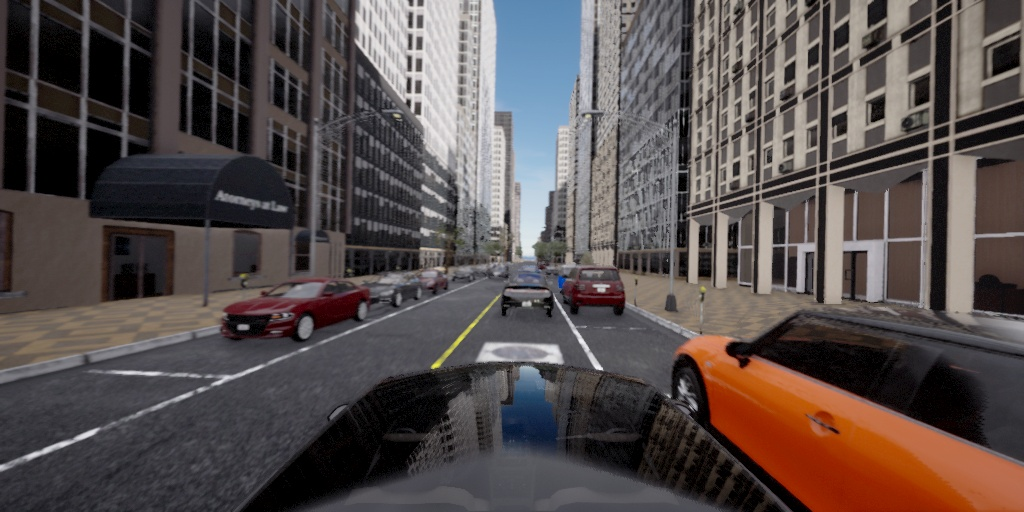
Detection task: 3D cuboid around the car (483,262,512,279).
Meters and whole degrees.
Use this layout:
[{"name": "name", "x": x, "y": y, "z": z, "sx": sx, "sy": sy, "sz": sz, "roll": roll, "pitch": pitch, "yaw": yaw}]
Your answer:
[{"name": "car", "x": -1.341, "y": 1.616, "z": 37.191, "sx": 2.128, "sy": 1.511, "sz": 4.902, "roll": 1, "pitch": -1, "yaw": 3}]

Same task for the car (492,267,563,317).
[{"name": "car", "x": 0.614, "y": 1.399, "z": 14.185, "sx": 2.128, "sy": 1.511, "sz": 4.902, "roll": 1, "pitch": -1, "yaw": 3}]

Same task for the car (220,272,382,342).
[{"name": "car", "x": -5.437, "y": 1.254, "z": 9.643, "sx": 1.888, "sy": 1.381, "sz": 4.507, "roll": 0, "pitch": 0, "yaw": 3}]

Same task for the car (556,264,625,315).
[{"name": "car", "x": 3.224, "y": 1.294, "z": 14.883, "sx": 2.192, "sy": 1.841, "sz": 5.009, "roll": 0, "pitch": 0, "yaw": 3}]

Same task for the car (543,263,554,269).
[{"name": "car", "x": 4.694, "y": 1.890, "z": 43.260, "sx": 2.007, "sy": 1.370, "sz": 4.403, "roll": 0, "pitch": 0, "yaw": 3}]

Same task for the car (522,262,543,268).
[{"name": "car", "x": 1.517, "y": 1.607, "z": 31.637, "sx": 1.882, "sy": 1.535, "sz": 5.008, "roll": 1, "pitch": -1, "yaw": 3}]

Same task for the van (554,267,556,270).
[{"name": "van", "x": 3.518, "y": 1.392, "z": 20.558, "sx": 1.690, "sy": 1.789, "sz": 3.998, "roll": 0, "pitch": 0, "yaw": 3}]

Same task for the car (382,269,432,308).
[{"name": "car", "x": -5.144, "y": 1.332, "z": 15.319, "sx": 2.007, "sy": 1.370, "sz": 4.403, "roll": 0, "pitch": 0, "yaw": 3}]

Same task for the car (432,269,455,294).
[{"name": "car", "x": -4.849, "y": 1.436, "z": 20.994, "sx": 1.802, "sy": 1.307, "sz": 4.207, "roll": 0, "pitch": 0, "yaw": 3}]

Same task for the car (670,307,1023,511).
[{"name": "car", "x": 3.045, "y": 1.189, "z": 2.837, "sx": 2.097, "sy": 1.767, "sz": 4.553, "roll": 1, "pitch": -1, "yaw": 3}]

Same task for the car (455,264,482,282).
[{"name": "car", "x": -4.261, "y": 1.549, "z": 32.345, "sx": 2.007, "sy": 1.370, "sz": 4.403, "roll": 0, "pitch": 0, "yaw": 3}]
